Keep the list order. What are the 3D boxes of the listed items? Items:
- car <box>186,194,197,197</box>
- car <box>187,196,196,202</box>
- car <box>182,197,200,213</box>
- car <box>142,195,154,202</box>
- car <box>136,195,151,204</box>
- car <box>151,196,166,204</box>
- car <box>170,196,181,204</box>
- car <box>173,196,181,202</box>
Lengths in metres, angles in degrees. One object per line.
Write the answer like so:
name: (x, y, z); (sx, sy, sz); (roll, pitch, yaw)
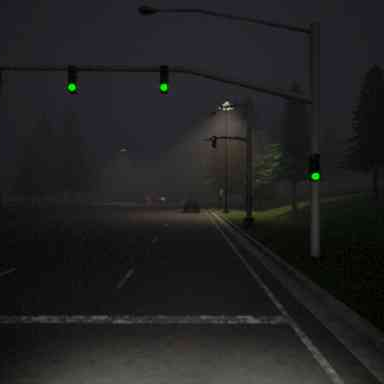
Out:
car: (-0.099, 1.506, 70.214); (2.150, 2.045, 5.566); (0, 0, 0)
car: (-0.114, 1.705, 80.603); (2.033, 1.411, 5.357); (0, 0, 0)
car: (-0.056, 1.689, 39.570); (1.812, 1.442, 4.674); (0, 0, 0)
car: (-10.614, 1.520, 80.559); (2.097, 1.767, 4.553); (0, 0, 0)
car: (-10.599, 1.821, 70.168); (2.033, 1.411, 5.357); (0, 0, 0)
car: (-7.100, 1.879, 70.619); (1.895, 1.301, 4.718); (0, 0, 0)
car: (-3.600, 1.836, 70.594); (1.994, 1.385, 4.181); (0, 0, 0)
car: (-3.614, 1.643, 80.599); (1.882, 1.535, 5.008); (0, 0, 0)
